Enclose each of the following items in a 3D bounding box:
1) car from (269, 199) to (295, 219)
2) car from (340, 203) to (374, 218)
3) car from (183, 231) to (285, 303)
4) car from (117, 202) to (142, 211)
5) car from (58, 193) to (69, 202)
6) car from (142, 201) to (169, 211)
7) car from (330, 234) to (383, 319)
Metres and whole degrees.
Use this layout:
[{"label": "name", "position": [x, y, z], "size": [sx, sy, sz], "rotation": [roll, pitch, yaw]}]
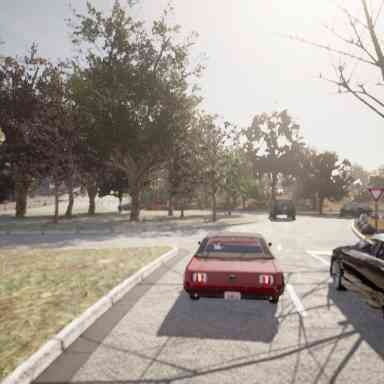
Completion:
[{"label": "car", "position": [9.352, 1.744, 34.742], "size": [2.150, 2.045, 5.566], "rotation": [0, -1, 8]}, {"label": "car", "position": [18.626, 2.002, 37.475], "size": [4.553, 1.767, 2.097], "rotation": [2, -2, -40]}, {"label": "car", "position": [1.055, 1.630, 8.289], "size": [1.895, 1.301, 4.718], "rotation": [0, 0, 8]}, {"label": "car", "position": [-10.763, 2.578, 59.130], "size": [4.902, 1.511, 2.128], "rotation": [0, -1, -1]}, {"label": "car", "position": [-33.189, 1.780, 84.911], "size": [1.946, 1.575, 5.366], "rotation": [0, 2, -12]}, {"label": "car", "position": [-5.451, 2.356, 55.510], "size": [4.553, 1.767, 2.097], "rotation": [-1, -1, 24]}, {"label": "car", "position": [4.028, 1.501, 6.100], "size": [2.128, 1.511, 4.902], "rotation": [0, 0, 7]}]
